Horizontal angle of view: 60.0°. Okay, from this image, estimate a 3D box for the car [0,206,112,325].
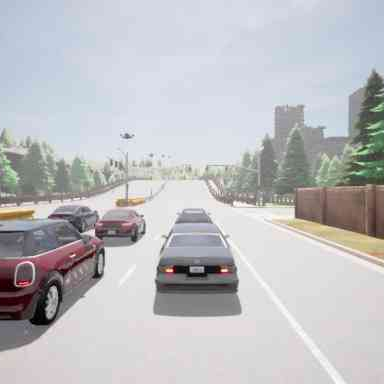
[{"bbox_3d":[-3.402,1.354,7.255,2.097,1.767,4.553,0,0,0],"label":"car"}]

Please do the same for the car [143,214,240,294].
[{"bbox_3d":[0.099,1.550,8.960,2.033,1.411,5.357,0,0,0],"label":"car"}]

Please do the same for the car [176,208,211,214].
[{"bbox_3d":[0.100,1.569,18.200,1.994,1.385,4.181,0,0,0],"label":"car"}]

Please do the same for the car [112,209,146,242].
[{"bbox_3d":[-3.404,1.531,16.249,1.812,1.442,4.674,0,0,-1],"label":"car"}]
